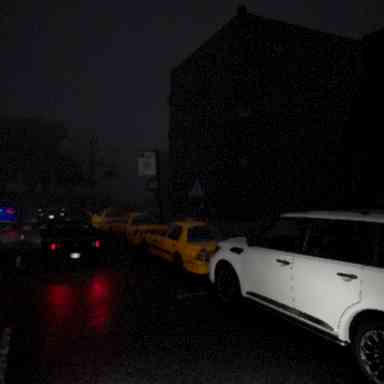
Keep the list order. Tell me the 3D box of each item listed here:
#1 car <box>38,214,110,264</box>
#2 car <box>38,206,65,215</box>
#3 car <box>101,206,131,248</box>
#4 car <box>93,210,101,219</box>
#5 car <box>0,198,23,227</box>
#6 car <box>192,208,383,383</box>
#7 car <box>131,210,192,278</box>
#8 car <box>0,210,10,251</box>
[{"bbox_3d":[-4.586,1.710,12.387,1.895,1.301,4.718,0,-1,-26],"label":"car"},{"bbox_3d":[-11.059,1.801,26.304,1.994,1.385,4.181,0,-1,-22],"label":"car"},{"bbox_3d":[-2.610,1.614,15.637,1.946,1.575,5.366,0,-1,-26],"label":"car"},{"bbox_3d":[-5.028,1.660,20.602,1.946,1.575,5.366,0,-1,-26],"label":"car"},{"bbox_3d":[-13.656,1.430,24.024,2.150,2.045,5.566,0,0,-23],"label":"car"},{"bbox_3d":[2.370,1.278,5.458,2.435,2.045,5.566,0,-1,-26],"label":"car"},{"bbox_3d":[-0.181,1.571,10.675,1.946,1.575,5.366,0,-1,-26],"label":"car"},{"bbox_3d":[-7.633,1.592,11.232,2.128,1.511,4.902,0,0,-26],"label":"car"}]
